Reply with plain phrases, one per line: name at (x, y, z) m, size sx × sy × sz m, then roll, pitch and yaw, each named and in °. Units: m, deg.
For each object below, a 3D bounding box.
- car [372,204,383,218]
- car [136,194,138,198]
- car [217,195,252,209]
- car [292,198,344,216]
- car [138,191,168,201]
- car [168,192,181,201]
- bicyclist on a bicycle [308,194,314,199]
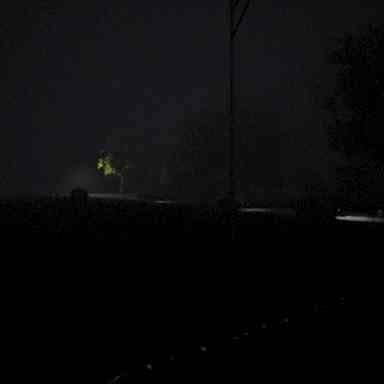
car at (16.120, 1.238, 24.846) m, size 1.882 × 1.535 × 5.008 m, roll 1°, pitch 1°, yaw -28°
car at (-9.018, 0.530, 63.357) m, size 1.837 × 1.490 × 4.892 m, roll 0°, pitch 1°, yaw -33°
car at (4.682, 1.039, 37.225) m, size 1.812 × 1.442 × 4.674 m, roll 0°, pitch 1°, yaw -33°
car at (10.608, 1.248, 28.178) m, size 1.994 × 1.385 × 4.181 m, roll 0°, pitch 1°, yaw -33°
car at (-6.438, 0.732, 54.342) m, size 2.033 × 1.411 × 5.357 m, roll 0°, pitch 1°, yaw -33°
car at (-3.603, 0.676, 55.183) m, size 2.128 × 1.511 × 4.902 m, roll 0°, pitch 1°, yaw -33°
bicyclist on a bicycle at (12.786, 1.030, 35.758) m, size 1.656 × 1.620 × 0.582 m, roll 0°, pitch 1°, yaw -33°
